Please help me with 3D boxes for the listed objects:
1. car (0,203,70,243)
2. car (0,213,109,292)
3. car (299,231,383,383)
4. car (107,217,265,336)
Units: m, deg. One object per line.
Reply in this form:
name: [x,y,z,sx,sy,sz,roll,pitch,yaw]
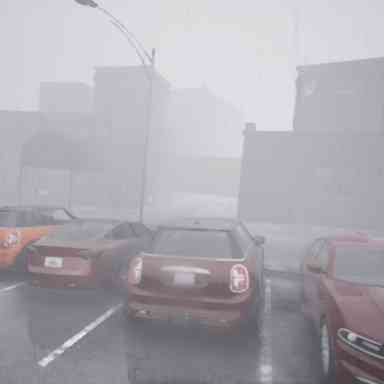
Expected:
car: [-4.563,1.184,10.123,2.185,1.767,4.553,1,0,13]
car: [-2.082,1.396,8.568,2.163,1.488,4.792,1,0,13]
car: [2.855,1.478,5.315,2.097,1.535,5.008,2,0,13]
car: [0.375,1.296,6.896,2.185,1.767,4.553,1,0,13]
